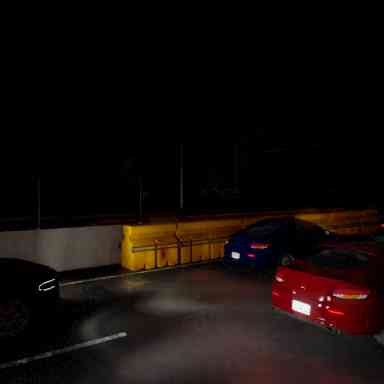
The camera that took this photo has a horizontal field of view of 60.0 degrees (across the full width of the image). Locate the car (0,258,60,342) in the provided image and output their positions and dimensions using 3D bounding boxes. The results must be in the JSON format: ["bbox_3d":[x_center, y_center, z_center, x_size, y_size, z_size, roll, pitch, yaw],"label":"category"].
[{"bbox_3d":[-4.570,1.478,4.785,5.008,1.535,1.882,0,0,-35],"label":"car"}]

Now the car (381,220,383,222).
[{"bbox_3d":[10.915,1.548,15.832,5.357,1.411,2.033,0,0,-36],"label":"car"}]

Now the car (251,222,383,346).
[{"bbox_3d":[3.464,1.526,6.228,4.674,1.442,1.812,0,0,-36],"label":"car"}]

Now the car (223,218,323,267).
[{"bbox_3d":[3.043,1.526,10.221,4.674,1.442,1.812,0,0,-35],"label":"car"}]
